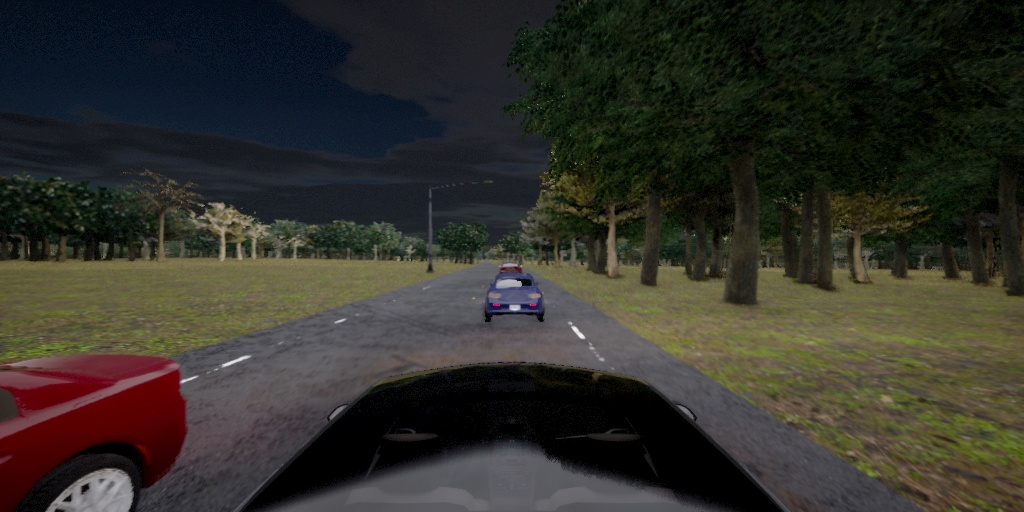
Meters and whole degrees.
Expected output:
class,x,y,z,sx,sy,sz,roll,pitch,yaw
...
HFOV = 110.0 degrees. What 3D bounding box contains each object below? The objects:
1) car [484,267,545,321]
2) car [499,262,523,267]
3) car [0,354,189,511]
class,x,y,z,sx,sy,sz,roll,pitch,yaw
car,0.073,1.278,12.343,1.812,1.442,4.674,0,0,0
car,-0.113,1.227,30.401,1.882,1.535,5.008,0,0,-1
car,-3.605,1.227,0.819,1.882,1.535,5.008,0,0,0
